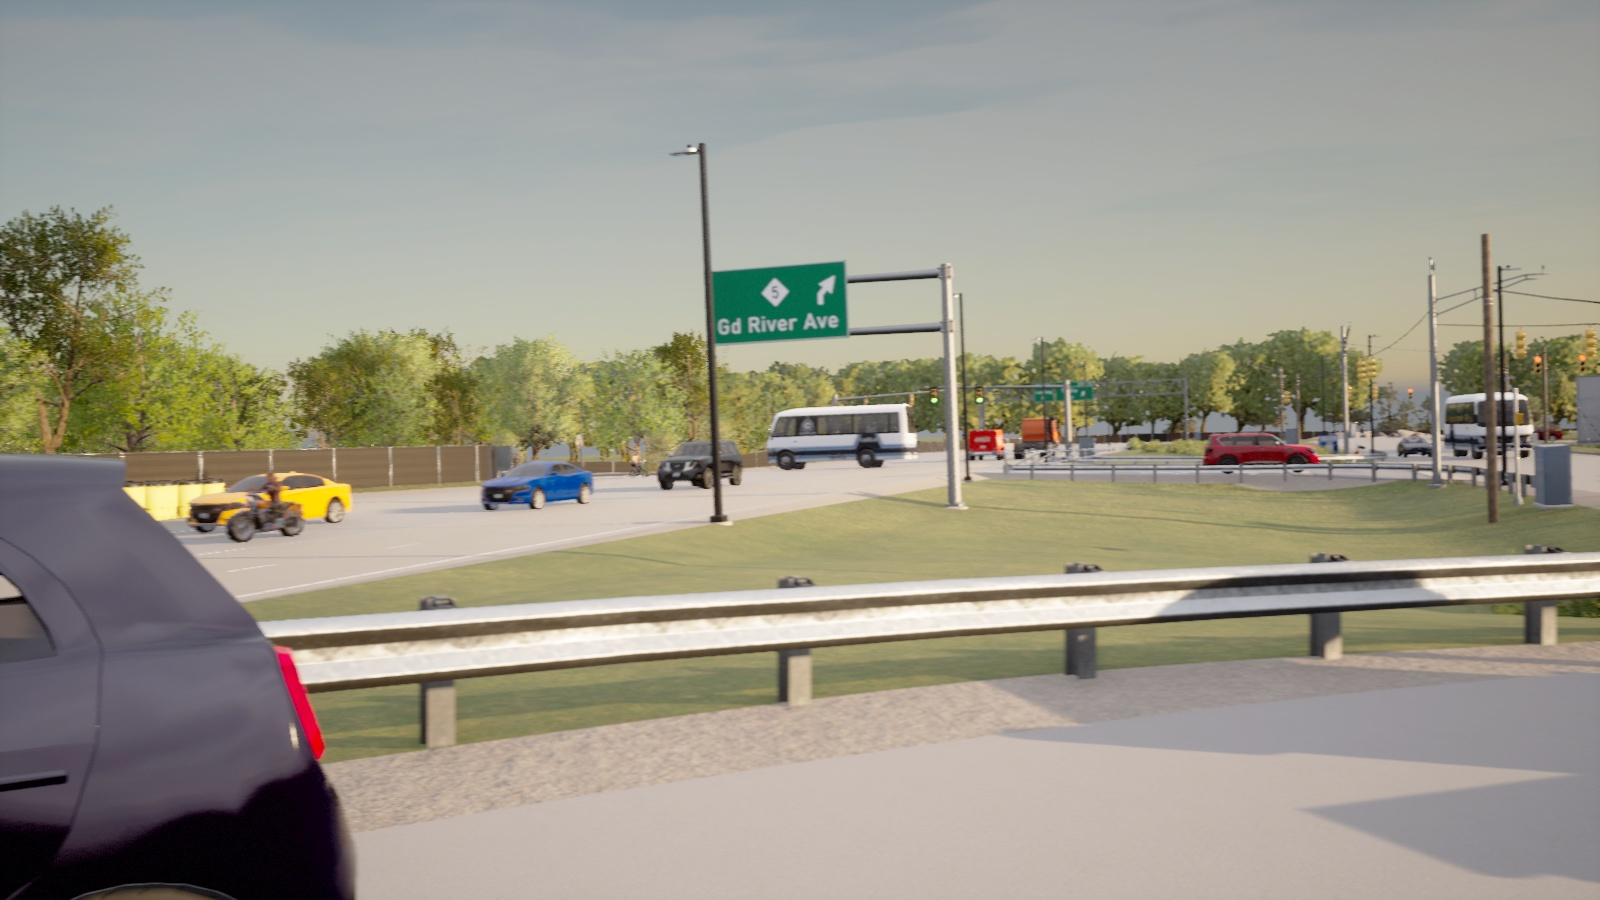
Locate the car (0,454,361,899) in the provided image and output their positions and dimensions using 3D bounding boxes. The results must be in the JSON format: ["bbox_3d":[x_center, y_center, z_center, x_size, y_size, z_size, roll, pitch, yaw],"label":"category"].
[{"bbox_3d":[-2.893,0.779,2.295,3.633,1.501,1.845,0,0,-32],"label":"car"}]

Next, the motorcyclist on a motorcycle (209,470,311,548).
[{"bbox_3d":[-12.565,1.355,29.300,0.766,1.649,2.350,-2,1,18],"label":"motorcyclist on a motorcycle"}]

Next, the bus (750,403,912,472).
[{"bbox_3d":[2.123,-0.818,86.058,10.273,4.253,3.944,-2,0,17],"label":"bus"}]

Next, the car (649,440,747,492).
[{"bbox_3d":[-4.335,0.644,54.383,2.150,2.045,5.566,-2,0,18],"label":"car"}]

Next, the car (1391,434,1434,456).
[{"bbox_3d":[43.562,-0.389,89.362,2.033,1.411,5.357,-2,1,19],"label":"car"}]

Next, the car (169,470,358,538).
[{"bbox_3d":[-14.559,1.430,34.434,1.882,1.535,5.008,-2,0,18],"label":"car"}]

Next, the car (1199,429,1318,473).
[{"bbox_3d":[23.209,0.046,63.722,5.566,2.045,2.150,-2,0,20],"label":"car"}]

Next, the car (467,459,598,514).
[{"bbox_3d":[-8.657,1.154,41.196,1.882,1.535,5.008,-2,0,18],"label":"car"}]

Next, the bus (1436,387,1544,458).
[{"bbox_3d":[45.216,-1.810,82.742,3.944,4.253,10.273,-2,1,16],"label":"bus"}]
